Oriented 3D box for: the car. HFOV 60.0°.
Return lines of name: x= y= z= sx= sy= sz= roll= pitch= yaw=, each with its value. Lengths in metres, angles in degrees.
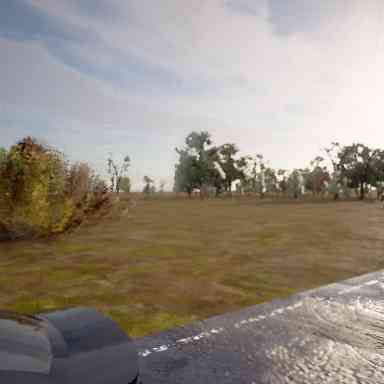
car: x=-2.630 y=1.476 z=1.505 sx=5.008 sy=1.535 sz=1.882 roll=0 pitch=0 yaw=-35
